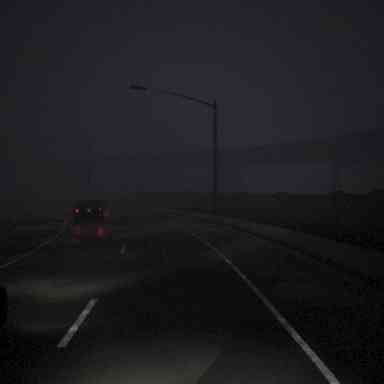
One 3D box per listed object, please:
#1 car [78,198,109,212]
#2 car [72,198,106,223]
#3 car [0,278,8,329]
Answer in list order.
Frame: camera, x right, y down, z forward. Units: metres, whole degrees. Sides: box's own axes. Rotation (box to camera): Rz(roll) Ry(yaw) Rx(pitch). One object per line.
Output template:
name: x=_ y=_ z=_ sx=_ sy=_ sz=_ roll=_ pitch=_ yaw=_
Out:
car: x=-11.761 y=1.473 z=39.582 sx=2.128 sy=1.511 sz=4.902 roll=-1 pitch=0 yaw=-34
car: x=-8.059 y=1.351 z=25.571 sx=2.097 sy=1.767 sz=4.553 roll=-1 pitch=0 yaw=-21
car: x=-3.538 y=1.228 z=2.193 sx=2.150 sy=2.045 sz=5.566 roll=0 pitch=0 yaw=-2
